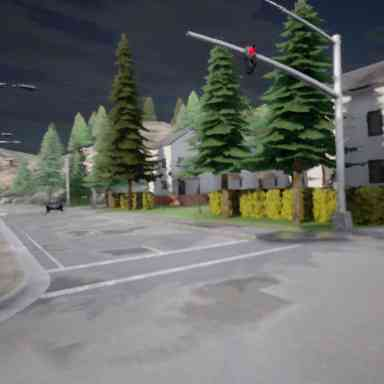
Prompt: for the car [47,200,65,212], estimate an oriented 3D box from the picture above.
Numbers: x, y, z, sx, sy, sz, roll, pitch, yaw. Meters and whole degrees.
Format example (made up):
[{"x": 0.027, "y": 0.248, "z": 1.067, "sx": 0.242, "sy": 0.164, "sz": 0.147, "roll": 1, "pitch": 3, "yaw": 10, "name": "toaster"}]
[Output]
[{"x": -17.674, "y": 1.751, "z": 43.102, "sx": 2.128, "sy": 1.511, "sz": 4.902, "roll": -3, "pitch": 1, "yaw": -19, "name": "car"}]
